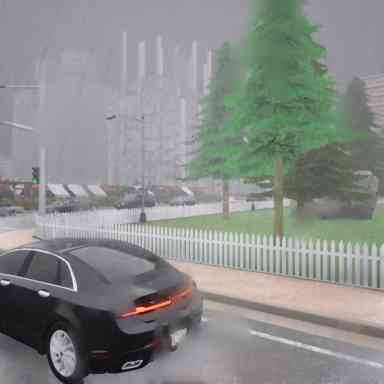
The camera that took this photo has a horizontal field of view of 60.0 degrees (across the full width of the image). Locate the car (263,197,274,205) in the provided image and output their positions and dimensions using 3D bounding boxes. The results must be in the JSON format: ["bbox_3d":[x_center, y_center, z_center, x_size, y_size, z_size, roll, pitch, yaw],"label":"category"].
[{"bbox_3d":[14.987,1.564,59.794,1.994,1.385,4.181,0,0,34],"label":"car"}]

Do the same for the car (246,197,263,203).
[{"bbox_3d":[11.889,1.221,61.459,2.150,2.045,5.566,0,0,34],"label":"car"}]

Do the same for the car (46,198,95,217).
[{"bbox_3d":[-12.276,1.491,32.092,2.128,1.511,4.902,0,0,34],"label":"car"}]

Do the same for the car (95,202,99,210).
[{"bbox_3d":[-12.835,1.478,37.538,1.882,1.535,5.008,0,0,34],"label":"car"}]

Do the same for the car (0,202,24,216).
[{"bbox_3d":[-17.970,1.601,30.006,1.895,1.301,4.718,0,0,36],"label":"car"}]

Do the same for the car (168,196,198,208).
[{"bbox_3d":[-1.101,1.352,48.703,2.097,1.767,4.553,0,0,34],"label":"car"}]

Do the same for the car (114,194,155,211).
[{"bbox_3d":[-6.804,1.221,40.240,2.150,2.045,5.566,0,0,34],"label":"car"}]

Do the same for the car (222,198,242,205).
[{"bbox_3d":[6.403,1.526,53.270,1.812,1.442,4.674,0,0,34],"label":"car"}]

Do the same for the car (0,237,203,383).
[{"bbox_3d":[-2.121,1.505,5.440,4.892,1.490,1.837,0,0,36],"label":"car"}]

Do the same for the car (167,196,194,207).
[{"bbox_3d":[-1.834,1.505,53.865,1.837,1.490,4.892,0,0,34],"label":"car"}]
